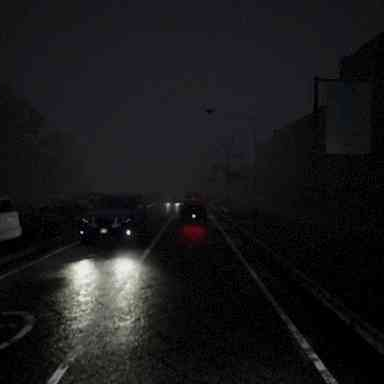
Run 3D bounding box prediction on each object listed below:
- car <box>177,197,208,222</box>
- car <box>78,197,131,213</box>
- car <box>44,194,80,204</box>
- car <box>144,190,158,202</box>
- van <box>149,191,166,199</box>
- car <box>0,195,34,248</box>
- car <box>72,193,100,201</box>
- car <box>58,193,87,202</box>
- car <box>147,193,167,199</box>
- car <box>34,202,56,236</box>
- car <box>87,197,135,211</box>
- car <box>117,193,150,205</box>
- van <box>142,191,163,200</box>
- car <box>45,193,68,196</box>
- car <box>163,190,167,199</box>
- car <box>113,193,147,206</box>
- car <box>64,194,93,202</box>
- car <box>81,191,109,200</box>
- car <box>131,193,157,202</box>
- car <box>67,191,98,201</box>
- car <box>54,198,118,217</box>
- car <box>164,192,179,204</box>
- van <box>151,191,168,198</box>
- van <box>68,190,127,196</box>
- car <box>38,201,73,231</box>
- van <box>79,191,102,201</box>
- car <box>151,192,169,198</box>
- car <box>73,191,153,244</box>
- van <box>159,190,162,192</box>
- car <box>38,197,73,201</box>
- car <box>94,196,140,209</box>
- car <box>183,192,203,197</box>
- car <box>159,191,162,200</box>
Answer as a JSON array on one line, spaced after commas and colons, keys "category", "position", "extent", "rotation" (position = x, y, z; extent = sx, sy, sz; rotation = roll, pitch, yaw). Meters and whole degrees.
[{"category": "car", "position": [0.119, 1.327, 24.194], "extent": [1.837, 1.490, 4.892], "rotation": [0, 0, 0]}, {"category": "car", "position": [-8.834, 1.278, 33.864], "extent": [4.792, 1.488, 2.163], "rotation": [0, 0, 0]}, {"category": "car", "position": [-21.770, 1.148, 55.885], "extent": [5.366, 1.575, 1.946], "rotation": [0, 0, 0]}, {"category": "car", "position": [-8.846, 0.909, 53.486], "extent": [5.566, 2.045, 2.435], "rotation": [0, 0, 0]}, {"category": "van", "position": [-9.010, 0.742, 87.130], "extent": [4.442, 1.987, 1.878], "rotation": [0, 1, 0]}, {"category": "car", "position": [-8.879, 1.125, 11.440], "extent": [5.566, 2.045, 2.435], "rotation": [0, 0, 0]}, {"category": "car", "position": [-22.149, 1.085, 69.763], "extent": [5.366, 1.575, 1.946], "rotation": [0, 0, 0]}, {"category": "car", "position": [-21.989, 1.000, 61.434], "extent": [4.553, 1.767, 2.185], "rotation": [0, 0, 0]}, {"category": "car", "position": [-8.921, 1.027, 84.330], "extent": [4.792, 1.488, 2.163], "rotation": [0, 1, 0]}, {"category": "car", "position": [-8.848, 1.355, 14.249], "extent": [4.892, 1.521, 2.231], "rotation": [0, 0, 0]}, {"category": "car", "position": [-8.836, 1.266, 36.667], "extent": [4.792, 1.488, 2.163], "rotation": [0, 0, 0]}, {"category": "car", "position": [-8.842, 1.048, 50.683], "extent": [4.553, 1.767, 2.185], "rotation": [0, 0, 0]}, {"category": "van", "position": [-9.004, 0.834, 75.910], "extent": [4.442, 1.987, 1.878], "rotation": [0, 0, 0]}, {"category": "car", "position": [-21.960, 1.164, 53.108], "extent": [4.892, 1.521, 2.231], "rotation": [0, 0, 0]}, {"category": "car", "position": [-8.857, 0.821, 73.109], "extent": [5.566, 2.045, 2.435], "rotation": [0, 0, 0]}, {"category": "car", "position": [-8.840, 1.060, 47.880], "extent": [4.553, 1.767, 2.185], "rotation": [0, 0, 0]}, {"category": "car", "position": [-21.931, 1.143, 64.212], "extent": [4.792, 1.488, 2.163], "rotation": [0, 0, 0]}, {"category": "car", "position": [-21.995, 0.812, 75.313], "extent": [5.566, 2.045, 2.435], "rotation": [0, 0, 0]}, {"category": "car", "position": [-8.910, 0.997, 61.896], "extent": [4.553, 1.767, 2.185], "rotation": [0, 0, 0]}, {"category": "car", "position": [-21.990, 0.849, 66.986], "extent": [5.566, 2.045, 2.435], "rotation": [0, 0, 0]}, {"category": "car", "position": [-8.889, 1.304, 28.258], "extent": [4.792, 1.488, 2.163], "rotation": [0, 0, 0]}, {"category": "car", "position": [-3.263, 1.192, 57.028], "extent": [1.812, 1.442, 4.674], "rotation": [0, 0, 1]}, {"category": "van", "position": [-8.778, 0.713, 89.932], "extent": [4.442, 1.987, 1.878], "rotation": [0, 1, 0]}, {"category": "van", "position": [-8.745, 1.036, 31.060], "extent": [4.442, 1.987, 1.878], "rotation": [0, 0, 0]}, {"category": "car", "position": [-8.825, 1.364, 17.047], "extent": [4.792, 1.488, 2.163], "rotation": [0, 0, 0]}, {"category": "van", "position": [-22.082, 0.850, 72.537], "extent": [4.442, 1.987, 1.878], "rotation": [0, 0, 0]}, {"category": "car", "position": [-8.891, 0.905, 92.741], "extent": [5.008, 1.535, 2.097], "rotation": [0, 1, 0]}, {"category": "car", "position": [-3.338, 1.101, 15.348], "extent": [2.150, 2.045, 5.566], "rotation": [0, 0, 0]}, {"category": "van", "position": [-8.999, 0.872, 67.502], "extent": [4.442, 1.987, 1.878], "rotation": [0, 0, 0]}, {"category": "car", "position": [-8.852, 1.300, 22.654], "extent": [5.008, 1.535, 2.097], "rotation": [0, 0, 0]}, {"category": "car", "position": [-8.861, 1.223, 39.471], "extent": [5.008, 1.535, 2.097], "rotation": [0, 0, 0]}, {"category": "car", "position": [0.133, 0.967, 40.899], "extent": [2.150, 2.045, 5.566], "rotation": [0, 1, 0]}, {"category": "car", "position": [-8.874, 1.111, 64.700], "extent": [4.892, 1.521, 2.231], "rotation": [0, 0, 0]}]
